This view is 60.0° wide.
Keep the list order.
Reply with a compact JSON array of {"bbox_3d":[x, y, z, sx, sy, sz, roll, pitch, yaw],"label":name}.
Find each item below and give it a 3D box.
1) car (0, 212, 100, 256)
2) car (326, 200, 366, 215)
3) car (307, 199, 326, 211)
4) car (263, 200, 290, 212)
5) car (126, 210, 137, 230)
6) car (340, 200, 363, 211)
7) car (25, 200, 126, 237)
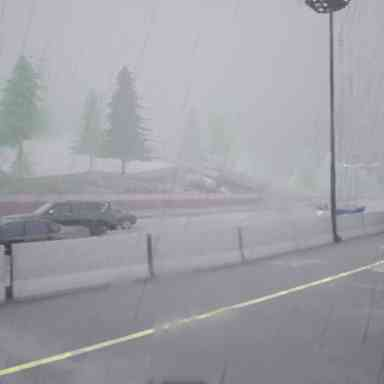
[{"bbox_3d":[-6.467,1.702,12.312,5.357,1.411,2.033,0,-1,-36],"label":"car"},{"bbox_3d":[14.703,1.644,31.193,1.882,1.535,5.008,-1,0,43],"label":"car"},{"bbox_3d":[17.204,1.770,45.046,1.837,1.490,4.892,-1,0,39],"label":"car"},{"bbox_3d":[10.878,1.818,42.783,1.812,1.442,4.674,-1,0,41],"label":"car"},{"bbox_3d":[-5.927,1.735,21.567,4.892,1.490,1.837,0,-1,-39],"label":"car"},{"bbox_3d":[21.591,1.798,44.936,1.994,1.385,4.181,-1,-1,39],"label":"car"},{"bbox_3d":[-6.484,1.417,16.692,5.566,2.045,2.150,1,-1,-37],"label":"car"}]
